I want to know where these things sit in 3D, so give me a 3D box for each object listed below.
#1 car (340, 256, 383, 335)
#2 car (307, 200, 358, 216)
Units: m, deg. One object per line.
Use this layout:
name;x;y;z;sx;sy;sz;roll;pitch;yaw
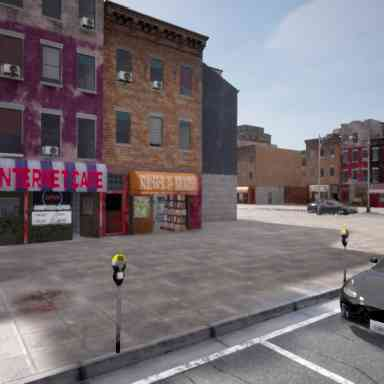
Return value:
car;4.467;1.567;5.979;4.313;1.339;1.947;0;0;-35
car;13.562;1.547;32.321;1.837;1.490;4.892;1;0;-35
